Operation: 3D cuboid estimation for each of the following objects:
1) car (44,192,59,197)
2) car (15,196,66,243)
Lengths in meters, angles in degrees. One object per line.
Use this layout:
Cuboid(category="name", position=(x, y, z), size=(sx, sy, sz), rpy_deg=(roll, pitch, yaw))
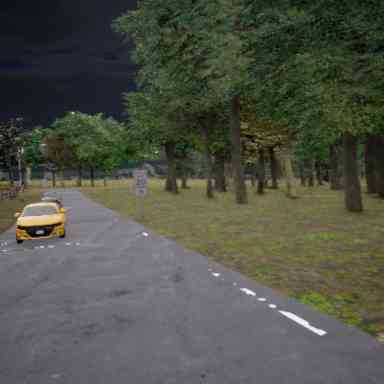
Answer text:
Cuboid(category="car", position=(-14.705, 0.801, 34.840), size=(1.837, 1.490, 4.892), rpy_deg=(-4, 3, -22))
Cuboid(category="car", position=(-6.966, 1.260, 15.494), size=(1.882, 1.535, 5.008), rpy_deg=(-4, 3, -22))
